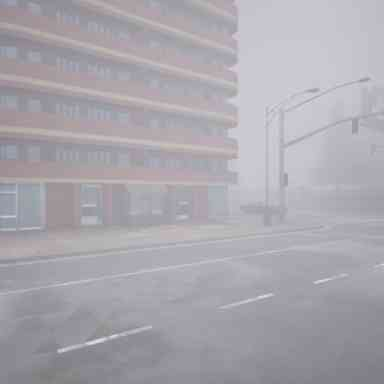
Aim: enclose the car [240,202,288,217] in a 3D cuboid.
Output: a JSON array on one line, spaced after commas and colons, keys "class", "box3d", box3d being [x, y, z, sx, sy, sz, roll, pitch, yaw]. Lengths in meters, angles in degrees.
[{"class": "car", "box3d": [6.899, 1.600, 32.083, 1.895, 1.301, 4.718, 0, 0, -36]}]
